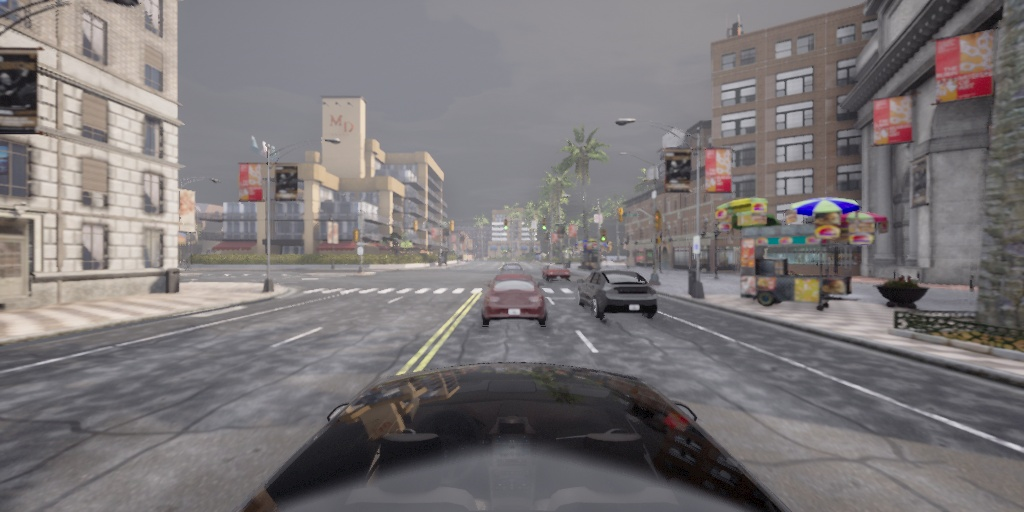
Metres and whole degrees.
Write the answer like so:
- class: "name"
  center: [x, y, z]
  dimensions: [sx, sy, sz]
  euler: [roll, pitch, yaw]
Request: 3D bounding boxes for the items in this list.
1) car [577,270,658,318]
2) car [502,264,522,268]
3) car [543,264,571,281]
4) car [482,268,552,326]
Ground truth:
- class: "car"
  center: [3.558, 1.246, 12.856]
  dimensions: [1.837, 1.490, 4.892]
  euler: [0, 0, 0]
- class: "car"
  center: [-0.026, 1.277, 27.339]
  dimensions: [2.033, 1.411, 5.357]
  euler: [0, 0, -1]
- class: "car"
  center: [3.522, 1.329, 29.480]
  dimensions: [1.895, 1.301, 4.718]
  euler: [0, 0, 0]
- class: "car"
  center: [0.061, 1.268, 11.532]
  dimensions: [1.812, 1.442, 4.674]
  euler: [0, 0, 0]
